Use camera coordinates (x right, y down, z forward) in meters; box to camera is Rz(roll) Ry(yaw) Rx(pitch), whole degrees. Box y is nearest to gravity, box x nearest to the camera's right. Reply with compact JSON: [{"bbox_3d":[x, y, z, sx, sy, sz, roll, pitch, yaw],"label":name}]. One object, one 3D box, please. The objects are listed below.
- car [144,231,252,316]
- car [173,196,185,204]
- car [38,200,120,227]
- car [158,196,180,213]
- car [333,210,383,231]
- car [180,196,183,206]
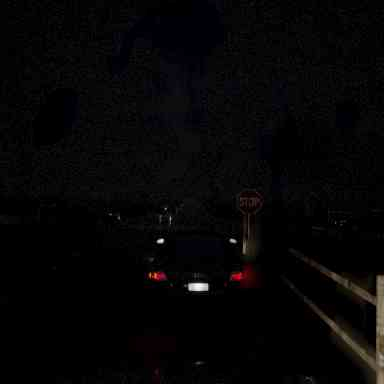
[{"bbox_3d":[0.112,1.567,7.595,1.994,1.385,4.181,0,0,0],"label":"car"},{"bbox_3d":[-2.612,1.619,68.234,2.033,1.411,5.357,0,0,1],"label":"car"},{"bbox_3d":[-7.035,1.274,20.890,4.902,1.511,2.128,2,0,0],"label":"car"},{"bbox_3d":[-2.763,1.518,37.446,2.128,1.511,4.902,0,0,0],"label":"car"},{"bbox_3d":[12.643,2.058,23.767,4.892,1.490,1.837,2,0,-2],"label":"car"},{"bbox_3d":[-2.734,1.600,47.441,1.994,1.385,4.181,0,0,0],"label":"car"}]
